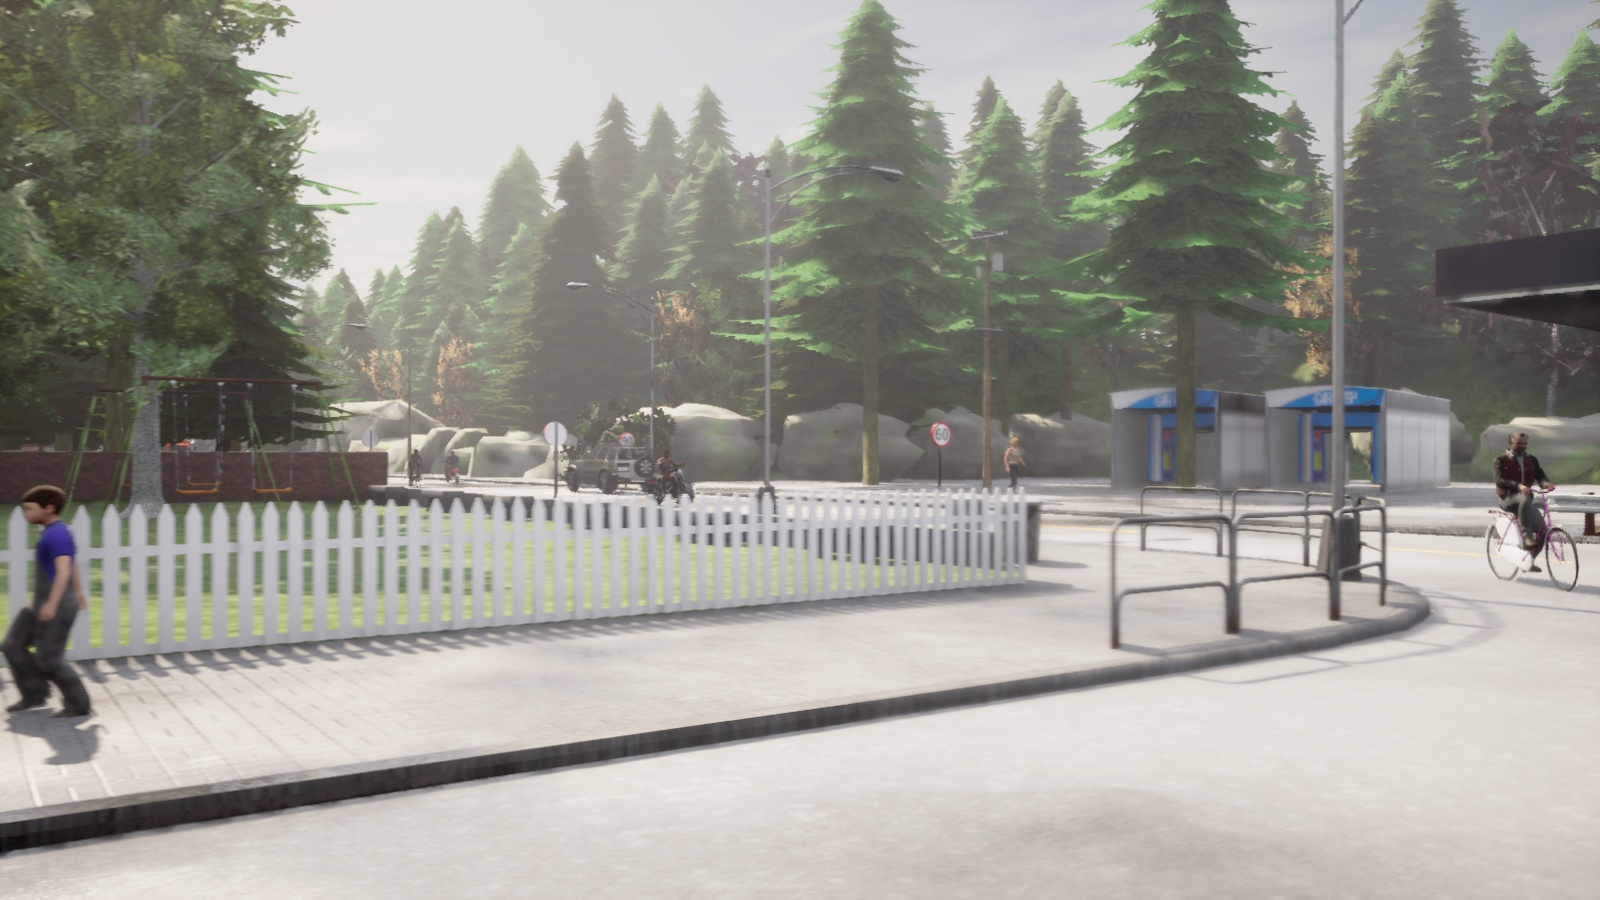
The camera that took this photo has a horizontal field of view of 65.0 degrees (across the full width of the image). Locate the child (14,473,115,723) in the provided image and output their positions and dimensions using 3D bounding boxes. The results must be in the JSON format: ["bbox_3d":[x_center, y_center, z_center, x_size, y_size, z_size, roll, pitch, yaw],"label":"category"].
[{"bbox_3d":[-3.881,0.759,6.626,0.437,1.263,0.270,0,0,-35],"label":"child"}]

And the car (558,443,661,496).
[{"bbox_3d":[-7.138,0.692,46.738,1.932,1.855,4.605,0,0,-35],"label":"car"}]

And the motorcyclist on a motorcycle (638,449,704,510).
[{"bbox_3d":[-3.591,0.788,34.678,0.766,1.649,2.350,0,0,-35],"label":"motorcyclist on a motorcycle"}]

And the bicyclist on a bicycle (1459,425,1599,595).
[{"bbox_3d":[8.261,0.634,14.137,0.659,1.776,1.843,-2,0,0],"label":"bicyclist on a bicycle"}]

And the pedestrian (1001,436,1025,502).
[{"bbox_3d":[5.983,0.528,35.292,0.345,1.836,0.594,0,0,-38],"label":"pedestrian"}]

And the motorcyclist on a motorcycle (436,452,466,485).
[{"bbox_3d":[-16.880,0.883,60.687,0.866,1.590,1.817,0,0,-35],"label":"motorcyclist on a motorcycle"}]
